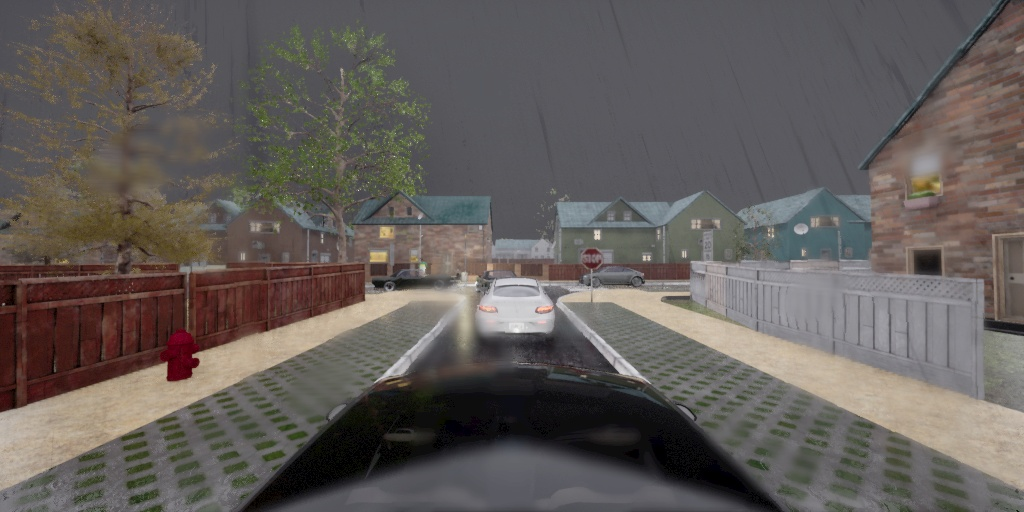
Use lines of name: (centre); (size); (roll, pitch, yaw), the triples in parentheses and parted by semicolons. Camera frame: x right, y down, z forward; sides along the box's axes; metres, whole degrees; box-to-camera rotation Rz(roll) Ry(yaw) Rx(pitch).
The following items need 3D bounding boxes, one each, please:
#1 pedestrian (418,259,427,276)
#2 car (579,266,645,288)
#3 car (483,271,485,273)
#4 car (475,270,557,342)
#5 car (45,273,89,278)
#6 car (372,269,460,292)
pedestrian: (-6.700, 1.119, 26.789); (0.375, 1.860, 0.375); (0, -1, 1)
car: (6.539, 1.344, 23.694); (4.181, 1.385, 1.994); (0, -1, 1)
car: (-0.756, 1.366, 18.519); (1.895, 1.301, 4.718); (0, -1, -12)
car: (0.103, 1.280, 9.700); (1.812, 1.442, 4.674); (0, 0, 0)
car: (-25.607, 1.633, 21.173); (4.718, 1.301, 1.895); (-1, -1, 1)
car: (-5.482, 1.417, 20.904); (4.718, 1.301, 1.895); (-1, -1, 1)
